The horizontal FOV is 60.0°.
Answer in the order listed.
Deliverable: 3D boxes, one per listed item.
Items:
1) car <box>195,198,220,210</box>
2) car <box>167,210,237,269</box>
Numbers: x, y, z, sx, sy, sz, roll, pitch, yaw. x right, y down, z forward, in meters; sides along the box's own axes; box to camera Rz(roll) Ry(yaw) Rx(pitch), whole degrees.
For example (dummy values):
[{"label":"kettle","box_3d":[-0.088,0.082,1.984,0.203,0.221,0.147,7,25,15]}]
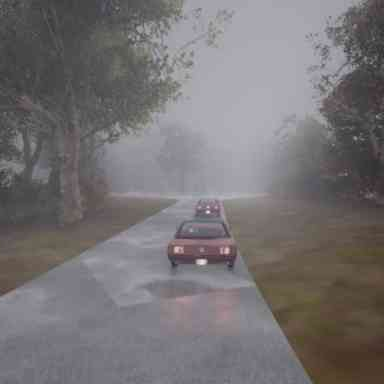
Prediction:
[{"label":"car","box_3d":[1.334,1.117,26.827,1.895,1.301,4.718,0,2,4]},{"label":"car","box_3d":[0.384,1.520,10.948,1.895,1.301,4.718,0,1,3]}]
